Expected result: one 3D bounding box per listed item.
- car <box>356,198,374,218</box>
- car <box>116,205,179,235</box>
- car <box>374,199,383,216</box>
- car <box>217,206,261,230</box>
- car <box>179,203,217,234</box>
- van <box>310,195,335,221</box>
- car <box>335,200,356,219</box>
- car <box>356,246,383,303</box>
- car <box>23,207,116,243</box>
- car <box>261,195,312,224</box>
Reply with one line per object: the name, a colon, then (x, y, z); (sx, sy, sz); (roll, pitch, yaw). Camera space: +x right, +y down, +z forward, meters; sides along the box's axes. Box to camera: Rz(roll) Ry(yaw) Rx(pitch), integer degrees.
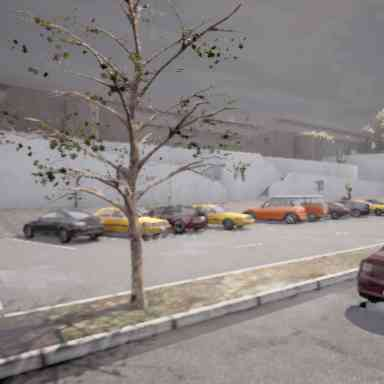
car: (13.260, 1.460, 29.791); (4.792, 1.488, 2.163); (-1, 0, 35)
car: (-3.570, 1.473, 17.553); (5.366, 1.575, 1.946); (-1, -1, 35)
car: (15.875, 1.398, 31.411); (5.366, 1.575, 1.946); (-1, -1, 35)
car: (1.289, 1.471, 21.015); (5.366, 1.575, 1.946); (-1, -1, 35)
car: (-1.320, 1.507, 19.401); (4.792, 1.488, 2.163); (-1, -1, 35)
van: (8.527, 1.234, 26.257); (4.442, 1.987, 1.878); (-1, -1, 35)
car: (10.858, 1.485, 28.041); (4.674, 1.452, 2.002); (-1, 0, 35)
car: (5.218, 1.510, 6.873); (4.674, 1.442, 1.812); (0, 0, -36)
car: (-6.151, 1.523, 15.922); (4.674, 1.452, 2.002); (-1, 0, 35)
car: (6.017, 1.343, 24.564); (4.553, 1.767, 2.185); (-1, 0, 34)
